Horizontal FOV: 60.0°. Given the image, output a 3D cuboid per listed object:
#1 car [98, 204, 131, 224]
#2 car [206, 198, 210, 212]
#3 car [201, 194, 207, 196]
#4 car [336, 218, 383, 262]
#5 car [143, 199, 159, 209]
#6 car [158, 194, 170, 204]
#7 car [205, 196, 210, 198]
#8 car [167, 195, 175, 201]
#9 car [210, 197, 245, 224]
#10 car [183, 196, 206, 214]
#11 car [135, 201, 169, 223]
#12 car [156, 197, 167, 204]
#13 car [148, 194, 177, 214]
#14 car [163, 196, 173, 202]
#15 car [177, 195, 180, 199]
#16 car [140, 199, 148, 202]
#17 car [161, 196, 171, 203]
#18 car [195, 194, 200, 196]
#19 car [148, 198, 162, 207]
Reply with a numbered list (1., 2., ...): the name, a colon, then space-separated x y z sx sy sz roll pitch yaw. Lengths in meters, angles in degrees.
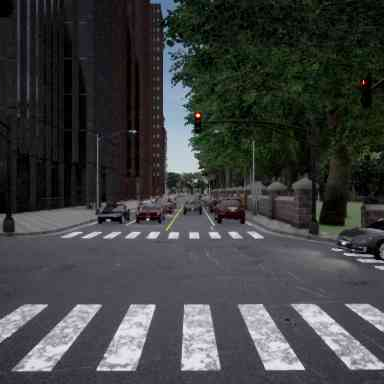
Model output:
1. car: -5.753 1.576 25.037 1.947 1.339 4.313 0 0 0
2. car: 2.777 1.588 35.955 1.947 1.339 4.313 0 0 0
3. car: 2.783 1.481 52.325 1.967 1.590 4.097 0 0 0
4. car: 7.960 1.691 12.558 4.892 1.490 1.837 1 -1 -9
5. car: -5.744 1.616 46.865 1.802 1.307 4.206 0 0 0
6. car: -5.736 1.375 68.694 2.192 1.841 5.009 0 0 0
7. car: 2.779 1.579 41.412 2.008 1.369 4.403 0 0 0
8. car: -5.727 1.533 90.522 1.967 1.590 4.097 0 0 0
9. car: 2.772 1.326 25.043 2.192 1.841 5.009 0 0 0
10. car: 0.090 1.513 35.751 2.128 1.511 4.902 0 0 0
11. car: -3.090 1.612 25.483 1.895 1.301 4.718 0 0 0
12. car: -5.738 1.635 63.236 1.802 1.307 4.206 0 0 0
13. car: -3.085 1.374 35.475 2.097 1.767 4.553 0 0 1
14. car: -5.732 1.620 79.607 1.887 1.381 4.507 0 0 0
15. car: -3.072 1.538 45.709 1.837 1.490 4.892 0 0 0
16. car: -5.747 1.579 41.408 2.008 1.369 4.403 0 0 0
17. car: -5.734 1.612 74.150 1.887 1.381 4.507 0 0 0
18. car: 0.126 1.617 63.201 1.994 1.385 4.181 0 0 0
19. car: -5.742 1.623 52.322 1.802 1.307 4.206 0 0 0
